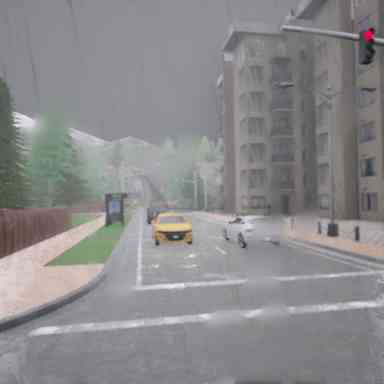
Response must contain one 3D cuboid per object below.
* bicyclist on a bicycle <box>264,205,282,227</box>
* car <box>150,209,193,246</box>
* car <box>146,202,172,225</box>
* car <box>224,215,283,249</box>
[{"bbox_3d":[5.629,1.745,23.585,1.656,1.620,0.582,-1,-1,-8],"label":"bicyclist on a bicycle"},{"bbox_3d":[-1.136,1.917,18.227,1.882,1.535,5.008,-1,-1,-8],"label":"car"},{"bbox_3d":[-3.239,2.010,32.383,2.150,2.045,5.566,-1,-1,-8],"label":"car"},{"bbox_3d":[2.900,1.857,16.423,1.812,1.442,4.674,-1,-1,-9],"label":"car"}]
